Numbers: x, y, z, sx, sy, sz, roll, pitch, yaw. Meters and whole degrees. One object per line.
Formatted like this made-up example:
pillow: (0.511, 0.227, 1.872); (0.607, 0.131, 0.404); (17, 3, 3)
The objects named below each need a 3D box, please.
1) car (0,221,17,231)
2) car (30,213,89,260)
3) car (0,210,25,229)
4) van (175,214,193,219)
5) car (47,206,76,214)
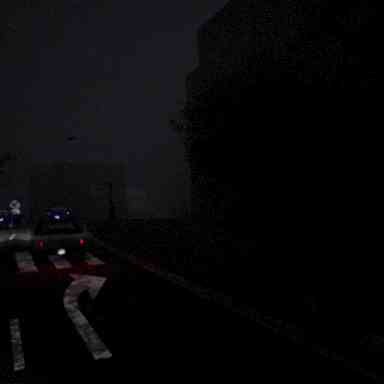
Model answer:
car: (-32.353, 5.934, 57.609); (4.902, 1.511, 2.128); (-6, -6, 44)
car: (-5.526, 1.790, 13.493); (1.895, 1.301, 4.718); (0, 0, -27)
car: (-13.071, 1.883, 23.053); (1.895, 1.301, 4.718); (-2, -2, -13)
van: (-1.490, 5.346, 65.267); (1.878, 1.987, 4.442); (6, -10, -41)
car: (-10.625, 1.908, 27.297); (1.812, 1.442, 4.674); (-2, -4, -12)
